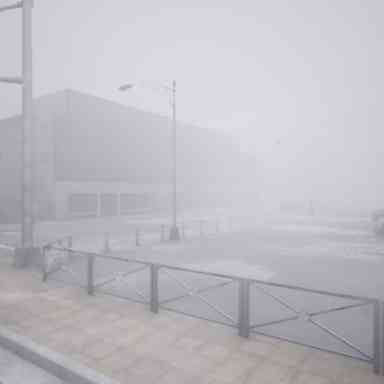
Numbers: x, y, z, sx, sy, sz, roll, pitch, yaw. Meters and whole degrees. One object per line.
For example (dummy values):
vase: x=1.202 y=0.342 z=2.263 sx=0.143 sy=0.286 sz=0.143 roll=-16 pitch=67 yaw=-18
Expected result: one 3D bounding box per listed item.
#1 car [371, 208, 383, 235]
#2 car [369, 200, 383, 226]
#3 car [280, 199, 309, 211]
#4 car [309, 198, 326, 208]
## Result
car: x=10.621 y=1.424 z=15.414 sx=3.806 sy=1.475 sz=1.970 roll=0 pitch=0 yaw=35
car: x=14.069 y=1.345 z=20.837 sx=5.027 sy=1.636 sz=2.152 roll=0 pitch=0 yaw=35
car: x=13.287 y=1.691 z=44.047 sx=2.128 sy=1.511 sz=4.902 roll=0 pitch=0 yaw=36
car: x=19.995 y=1.746 z=53.499 sx=2.033 sy=1.411 sz=5.357 roll=0 pitch=0 yaw=35
